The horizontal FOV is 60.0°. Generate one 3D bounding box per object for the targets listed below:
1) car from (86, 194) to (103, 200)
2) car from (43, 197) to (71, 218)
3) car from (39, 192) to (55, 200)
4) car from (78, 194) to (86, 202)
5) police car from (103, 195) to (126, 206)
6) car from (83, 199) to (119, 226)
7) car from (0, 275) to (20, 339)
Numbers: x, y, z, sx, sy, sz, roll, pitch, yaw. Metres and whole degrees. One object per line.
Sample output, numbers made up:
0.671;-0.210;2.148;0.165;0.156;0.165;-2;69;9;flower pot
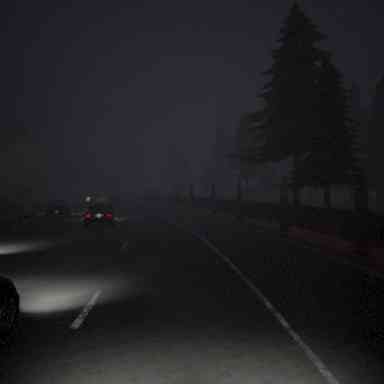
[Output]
-16.811;1.198;59.111;1.801;1.575;5.366;0;0;-33;car
-11.602;1.405;29.013;1.812;1.442;4.674;0;0;-17;car
-34.384;0.925;78.793;4.553;1.767;2.097;0;0;43;car
-20.555;1.179;64.522;1.801;1.575;5.366;0;0;-36;car
-11.267;1.204;49.559;1.930;1.638;5.238;0;0;-27;police car
-6.150;1.449;22.357;2.033;1.411;5.357;0;0;-13;car
-3.656;1.515;3.503;1.812;1.442;4.674;0;0;-2;car
